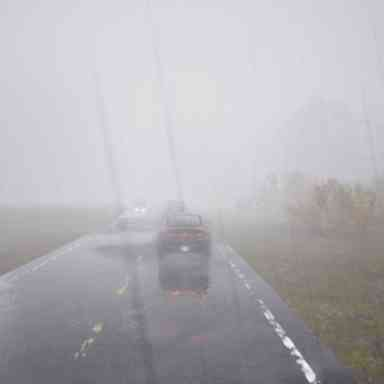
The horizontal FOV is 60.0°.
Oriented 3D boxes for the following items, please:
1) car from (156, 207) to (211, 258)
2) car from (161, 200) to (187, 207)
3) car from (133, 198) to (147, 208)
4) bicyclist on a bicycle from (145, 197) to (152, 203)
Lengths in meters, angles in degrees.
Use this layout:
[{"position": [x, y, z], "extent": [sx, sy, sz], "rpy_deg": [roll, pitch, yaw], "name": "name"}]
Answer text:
[{"position": [-0.324, 1.543, 12.964], "extent": [1.837, 1.490, 4.892], "rpy_deg": [0, 0, -2], "name": "car"}, {"position": [-1.454, 1.430, 27.772], "extent": [2.097, 1.767, 4.553], "rpy_deg": [0, 0, -5], "name": "car"}, {"position": [-8.078, 1.633, 51.555], "extent": [2.128, 1.511, 4.902], "rpy_deg": [0, 0, -10], "name": "car"}, {"position": [-9.504, 1.627, 75.149], "extent": [0.866, 1.612, 1.509], "rpy_deg": [0, 0, -15], "name": "bicyclist on a bicycle"}]
